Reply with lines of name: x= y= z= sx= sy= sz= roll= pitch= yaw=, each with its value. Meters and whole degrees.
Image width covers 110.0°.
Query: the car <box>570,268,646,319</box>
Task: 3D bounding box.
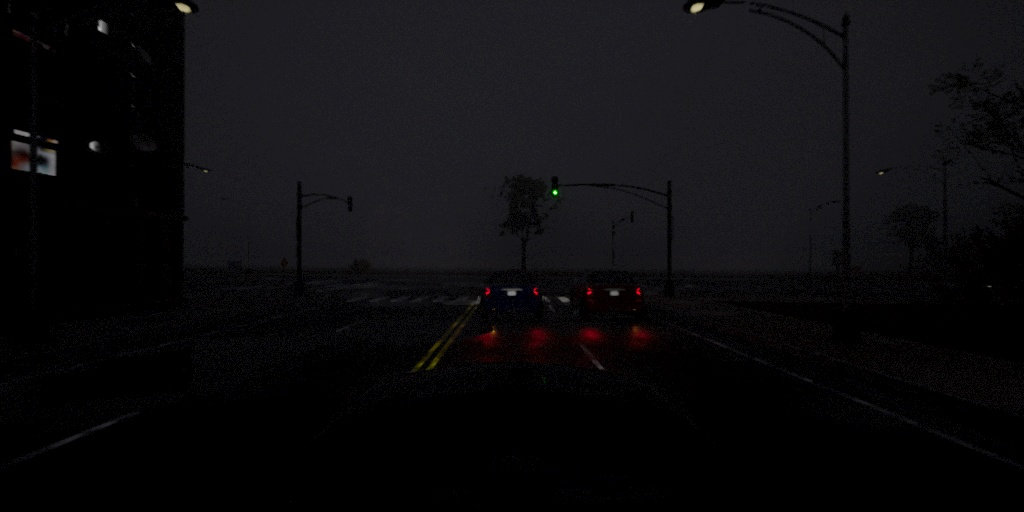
car: x=3.456 y=1.244 z=13.704 sx=2.097 sy=1.767 sz=4.553 roll=0 pitch=-1 yaw=4

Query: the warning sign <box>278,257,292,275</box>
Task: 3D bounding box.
warning sign: x=-23.470 y=1.011 z=36.931 sx=1.060 sy=1.860 sz=1.300 roll=0 pitch=0 yaw=1

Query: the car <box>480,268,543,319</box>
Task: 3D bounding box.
car: x=-0.088 y=1.244 z=13.706 sx=2.097 sy=1.767 sz=4.553 roll=0 pitch=-1 yaw=-2

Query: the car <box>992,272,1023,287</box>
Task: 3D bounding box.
car: x=46.221 y=2.064 z=32.363 sx=4.181 sy=1.385 sz=1.994 roll=1 pitch=0 yaw=2
